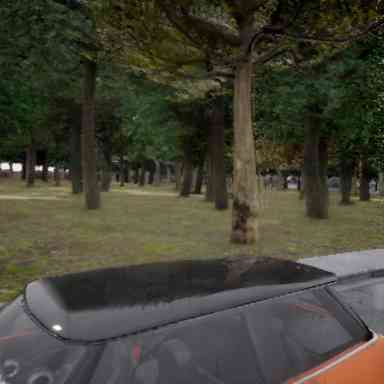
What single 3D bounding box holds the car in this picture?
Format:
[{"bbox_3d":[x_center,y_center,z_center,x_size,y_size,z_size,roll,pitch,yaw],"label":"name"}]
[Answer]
[{"bbox_3d":[-0.583,1.348,2.102,4.553,1.767,2.097,1,0,-35],"label":"car"}]
